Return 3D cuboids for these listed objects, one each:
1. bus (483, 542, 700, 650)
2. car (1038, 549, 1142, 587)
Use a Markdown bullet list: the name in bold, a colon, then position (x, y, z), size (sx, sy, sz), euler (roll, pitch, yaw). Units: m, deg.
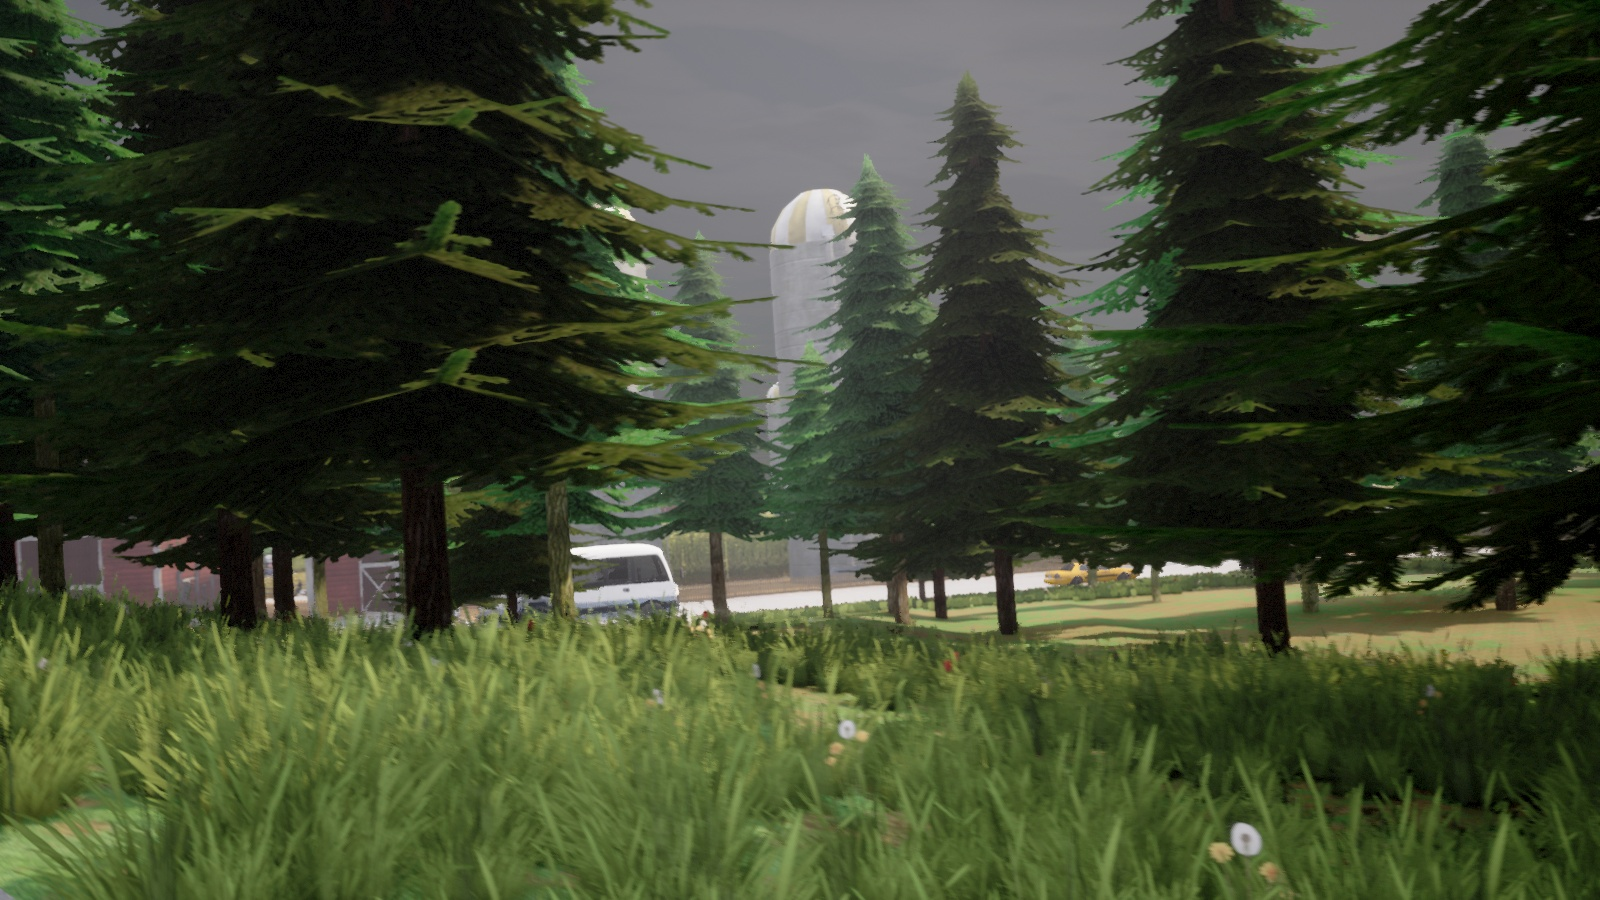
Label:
- **bus**: position (-10.657, 7.278, 63.837), size (10.273, 4.253, 3.944), euler (-4, -2, -15)
- **car**: position (16.365, 6.630, 70.819), size (5.366, 1.575, 1.801), euler (-4, -2, -15)
